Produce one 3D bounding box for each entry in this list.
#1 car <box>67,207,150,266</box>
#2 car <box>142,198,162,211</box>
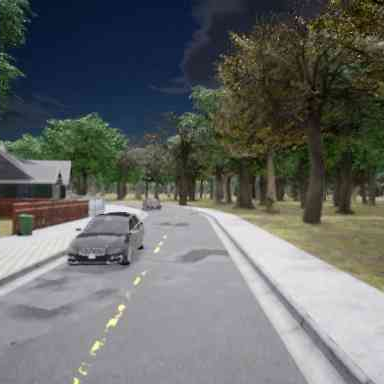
[{"bbox_3d":[-2.820,1.533,11.802,1.837,1.490,4.892,0,1,0],"label":"car"},{"bbox_3d":[-5.177,1.613,42.645,1.837,1.490,4.892,0,0,-17],"label":"car"}]
